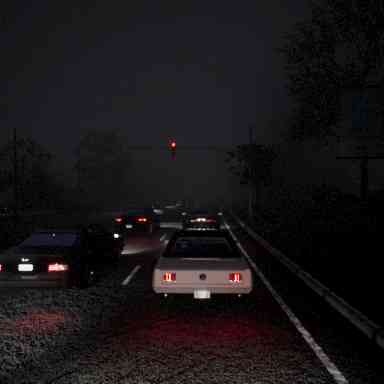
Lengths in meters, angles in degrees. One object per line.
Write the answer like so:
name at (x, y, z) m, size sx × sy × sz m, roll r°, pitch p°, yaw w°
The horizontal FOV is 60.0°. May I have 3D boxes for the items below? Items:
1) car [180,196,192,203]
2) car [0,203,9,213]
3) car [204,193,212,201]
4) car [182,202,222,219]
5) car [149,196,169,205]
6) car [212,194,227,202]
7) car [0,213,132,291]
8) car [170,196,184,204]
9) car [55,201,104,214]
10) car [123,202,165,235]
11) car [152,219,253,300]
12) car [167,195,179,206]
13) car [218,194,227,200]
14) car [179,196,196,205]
car at (-1.379, 1.552, 72.976) m, size 1.994 × 1.385 × 4.181 m, roll 0°, pitch 0°, yaw 8°
car at (-22.185, 1.495, 35.699) m, size 4.902 × 1.511 × 2.128 m, roll 0°, pitch 0°, yaw 7°
car at (4.360, 1.225, 86.236) m, size 2.150 × 2.045 × 5.566 m, roll 0°, pitch 0°, yaw 11°
car at (0.513, 1.505, 17.580) m, size 1.837 × 1.490 × 4.892 m, roll 0°, pitch 0°, yaw 2°
car at (-4.853, 1.601, 45.180) m, size 1.895 × 1.301 × 4.718 m, roll 0°, pitch 0°, yaw 5°
car at (6.277, 1.548, 76.636) m, size 1.994 × 1.385 × 4.181 m, roll 0°, pitch 0°, yaw 9°
car at (-3.261, 1.547, 9.115) m, size 2.033 × 1.411 × 5.357 m, roll 0°, pitch 0°, yaw 1°
car at (-2.808, 1.505, 63.019) m, size 1.837 × 1.490 × 4.892 m, roll 0°, pitch 0°, yaw 8°
car at (-11.800, 1.600, 35.160) m, size 4.718 × 1.301 × 1.895 m, roll 0°, pitch 0°, yaw -1°
car at (-2.949, 1.526, 18.693) m, size 1.812 × 1.442 × 4.674 m, roll 0°, pitch 0°, yaw 4°
car at (0.228, 1.601, 8.355) m, size 1.895 × 1.301 × 4.718 m, roll 0°, pitch 0°, yaw 1°
car at (-3.918, 1.352, 54.101) m, size 2.097 × 1.767 × 4.553 m, roll 0°, pitch 0°, yaw 7°
car at (7.936, 1.346, 86.342) m, size 1.882 × 1.535 × 5.008 m, roll 0°, pitch 0°, yaw 11°
car at (-0.471, 1.600, 51.029) m, size 1.895 × 1.301 × 4.718 m, roll 0°, pitch 0°, yaw 5°
